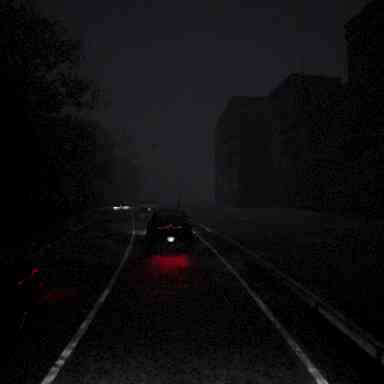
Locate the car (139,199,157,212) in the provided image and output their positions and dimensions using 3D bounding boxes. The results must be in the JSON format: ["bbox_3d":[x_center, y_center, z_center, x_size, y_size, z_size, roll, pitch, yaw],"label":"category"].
[{"bbox_3d":[-4.739,1.456,36.113,1.895,1.301,4.718,1,0,-10],"label":"car"}]

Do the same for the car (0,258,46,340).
[{"bbox_3d":[-3.500,1.545,3.756,2.033,1.411,5.357,0,0,-2],"label":"car"}]

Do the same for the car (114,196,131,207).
[{"bbox_3d":[-9.643,1.273,46.356,2.033,1.411,5.357,0,0,-5],"label":"car"}]

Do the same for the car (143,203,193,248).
[{"bbox_3d":[-1.068,1.491,14.802,1.837,1.490,4.892,1,0,-7],"label":"car"}]
